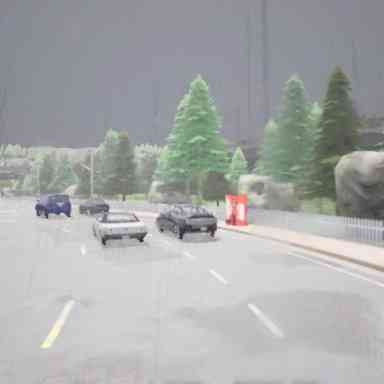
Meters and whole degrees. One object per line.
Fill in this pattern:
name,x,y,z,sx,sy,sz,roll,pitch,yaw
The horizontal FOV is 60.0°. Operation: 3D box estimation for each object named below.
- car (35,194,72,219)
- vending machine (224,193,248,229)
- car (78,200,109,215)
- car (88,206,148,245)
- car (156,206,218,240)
car,-12.612,1.232,30.183,2.150,2.045,5.566,-1,0,-35
vending machine,2.663,1.112,20.093,1.100,2.100,0.880,-1,0,-25
car,-9.301,1.484,31.500,1.837,1.490,4.892,-1,0,-35
car,-3.589,1.582,15.766,1.895,1.301,4.718,-1,0,-23
car,-0.412,1.441,16.947,2.128,1.511,4.902,0,0,-23
